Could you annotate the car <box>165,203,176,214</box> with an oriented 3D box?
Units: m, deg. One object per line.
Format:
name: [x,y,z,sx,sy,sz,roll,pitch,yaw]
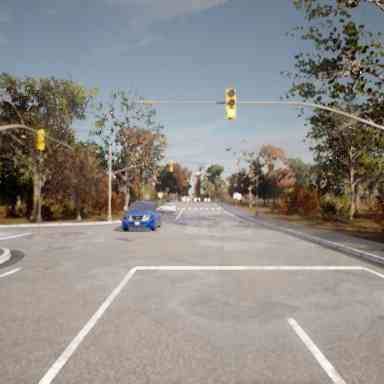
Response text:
car: [-3.419,2.371,49.411,1.812,1.442,4.674,0,0,0]

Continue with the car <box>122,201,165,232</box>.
car: [-3.452,1.697,23.799,2.150,2.045,5.566,0,-2,0]
